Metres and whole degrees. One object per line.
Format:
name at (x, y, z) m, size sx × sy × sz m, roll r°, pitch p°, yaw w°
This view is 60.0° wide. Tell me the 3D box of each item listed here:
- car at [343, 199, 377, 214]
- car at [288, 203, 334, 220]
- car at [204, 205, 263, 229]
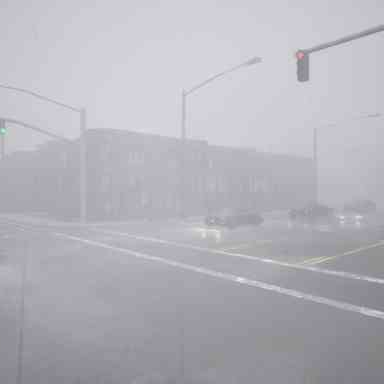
car at (17.701, 1.479, 35.051) m, size 5.008 × 1.535 × 1.882 m, roll 0°, pitch 0°, yaw -42°
car at (10.160, 1.602, 28.279) m, size 4.718 × 1.301 × 1.895 m, roll 0°, pitch 0°, yaw -42°
car at (2.733, 1.565, 21.584) m, size 4.181 × 1.385 × 1.994 m, roll 0°, pitch 0°, yaw -42°
